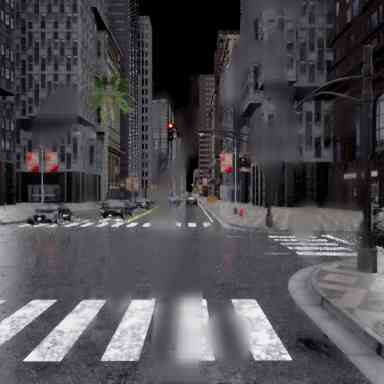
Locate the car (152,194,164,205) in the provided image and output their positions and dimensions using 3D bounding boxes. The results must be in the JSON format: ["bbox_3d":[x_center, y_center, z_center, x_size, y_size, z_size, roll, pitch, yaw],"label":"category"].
[{"bbox_3d":[-6.684,1.449,63.853,2.150,2.045,5.566,0,-1,0],"label":"car"}]

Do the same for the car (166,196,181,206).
[{"bbox_3d":[-3.306,1.526,58.084,2.097,1.767,4.553,0,0,-1],"label":"car"}]

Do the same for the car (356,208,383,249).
[{"bbox_3d":[9.156,1.421,13.235,4.553,1.767,2.097,0,0,2],"label":"car"}]

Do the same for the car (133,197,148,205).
[{"bbox_3d":[-9.930,1.774,64.263,2.033,1.411,5.357,0,-1,0],"label":"car"}]

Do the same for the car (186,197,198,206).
[{"bbox_3d":[-0.057,1.653,58.274,1.882,1.535,5.008,0,0,0],"label":"car"}]

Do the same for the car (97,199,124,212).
[{"bbox_3d":[-9.962,1.609,41.219,2.033,1.411,5.357,0,0,0],"label":"car"}]

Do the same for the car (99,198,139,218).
[{"bbox_3d":[-6.657,1.569,30.438,2.033,1.411,5.357,0,0,4],"label":"car"}]

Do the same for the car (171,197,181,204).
[{"bbox_3d":[-3.382,1.848,70.595,1.994,1.385,4.181,0,-1,0],"label":"car"}]

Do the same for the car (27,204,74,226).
[{"bbox_3d":[-9.914,1.569,23.583,1.994,1.385,4.181,0,0,0],"label":"car"}]

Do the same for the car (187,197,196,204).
[{"bbox_3d":[-0.122,1.814,70.830,1.812,1.442,4.674,0,-1,0],"label":"car"}]

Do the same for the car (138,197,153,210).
[{"bbox_3d":[-6.714,1.641,44.043,1.994,1.385,4.181,0,0,0],"label":"car"}]
